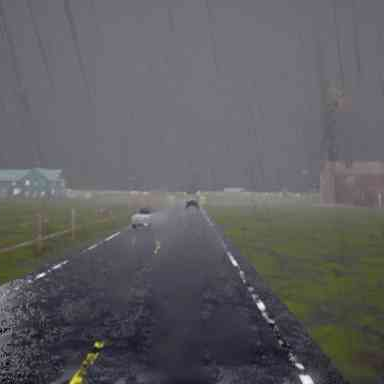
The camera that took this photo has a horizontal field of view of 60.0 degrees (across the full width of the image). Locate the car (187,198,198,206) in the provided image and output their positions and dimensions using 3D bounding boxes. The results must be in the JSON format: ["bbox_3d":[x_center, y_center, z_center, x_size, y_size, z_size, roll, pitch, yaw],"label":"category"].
[{"bbox_3d":[0.004,1.819,59.630,1.895,1.301,4.718,0,0,0],"label":"car"}]

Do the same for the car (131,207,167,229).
[{"bbox_3d":[-2.783,1.677,22.323,1.895,1.301,4.718,0,0,1],"label":"car"}]

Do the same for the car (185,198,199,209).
[{"bbox_3d":[0.004,1.681,49.180,1.837,1.490,4.892,0,0,0],"label":"car"}]
